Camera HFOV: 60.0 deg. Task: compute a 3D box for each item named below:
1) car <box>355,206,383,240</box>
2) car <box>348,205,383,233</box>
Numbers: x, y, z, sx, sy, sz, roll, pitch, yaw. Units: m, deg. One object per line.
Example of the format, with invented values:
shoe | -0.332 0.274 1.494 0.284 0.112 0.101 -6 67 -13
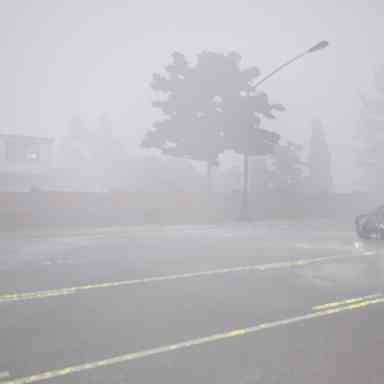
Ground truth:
car | 10.356 1.461 16.419 4.553 1.767 2.097 0 0 -27
car | 12.700 1.632 21.543 4.902 1.511 2.128 0 0 -27
